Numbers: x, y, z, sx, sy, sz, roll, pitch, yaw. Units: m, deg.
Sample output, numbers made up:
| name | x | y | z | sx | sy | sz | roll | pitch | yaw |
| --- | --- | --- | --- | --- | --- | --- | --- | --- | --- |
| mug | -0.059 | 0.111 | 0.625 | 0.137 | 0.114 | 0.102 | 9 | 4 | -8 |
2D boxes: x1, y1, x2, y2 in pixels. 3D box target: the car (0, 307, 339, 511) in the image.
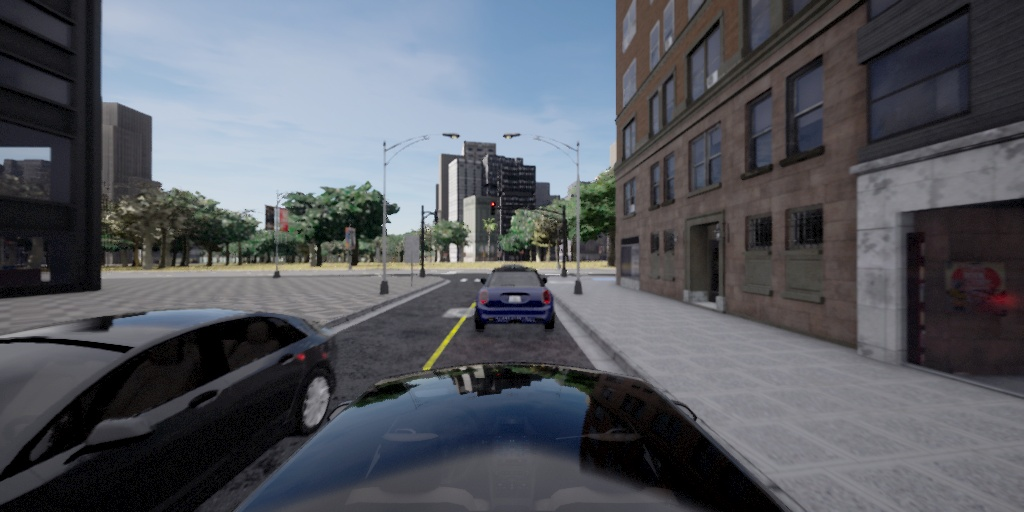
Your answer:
| name | x | y | z | sx | sy | sz | roll | pitch | yaw |
| --- | --- | --- | --- | --- | --- | --- | --- | --- | --- |
| car | -3.101 | 1.253 | 2.648 | 1.837 | 1.490 | 4.892 | 0 | 0 | 0 |

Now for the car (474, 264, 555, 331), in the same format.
| name | x | y | z | sx | sy | sz | roll | pitch | yaw |
| --- | --- | --- | --- | --- | --- | --- | --- | --- | --- |
| car | 0.065 | 1.086 | 11.110 | 2.097 | 1.767 | 4.553 | 0 | 0 | 0 |
